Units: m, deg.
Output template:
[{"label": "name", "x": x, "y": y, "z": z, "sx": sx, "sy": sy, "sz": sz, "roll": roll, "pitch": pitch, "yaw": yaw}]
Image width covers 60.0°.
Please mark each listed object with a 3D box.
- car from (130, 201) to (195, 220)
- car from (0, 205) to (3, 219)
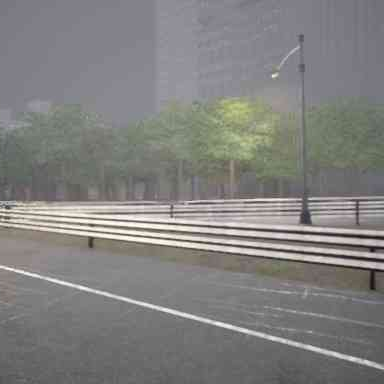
[{"label": "car", "x": -2.149, "y": 1.371, "z": 24.088, "sx": 4.674, "sy": 1.442, "sz": 1.812, "roll": -1, "pitch": 0, "yaw": 6}, {"label": "car", "x": -18.104, "y": 1.361, "z": 27.646, "sx": 4.553, "sy": 1.767, "sz": 2.097, "roll": 0, "pitch": 0, "yaw": 16}]
